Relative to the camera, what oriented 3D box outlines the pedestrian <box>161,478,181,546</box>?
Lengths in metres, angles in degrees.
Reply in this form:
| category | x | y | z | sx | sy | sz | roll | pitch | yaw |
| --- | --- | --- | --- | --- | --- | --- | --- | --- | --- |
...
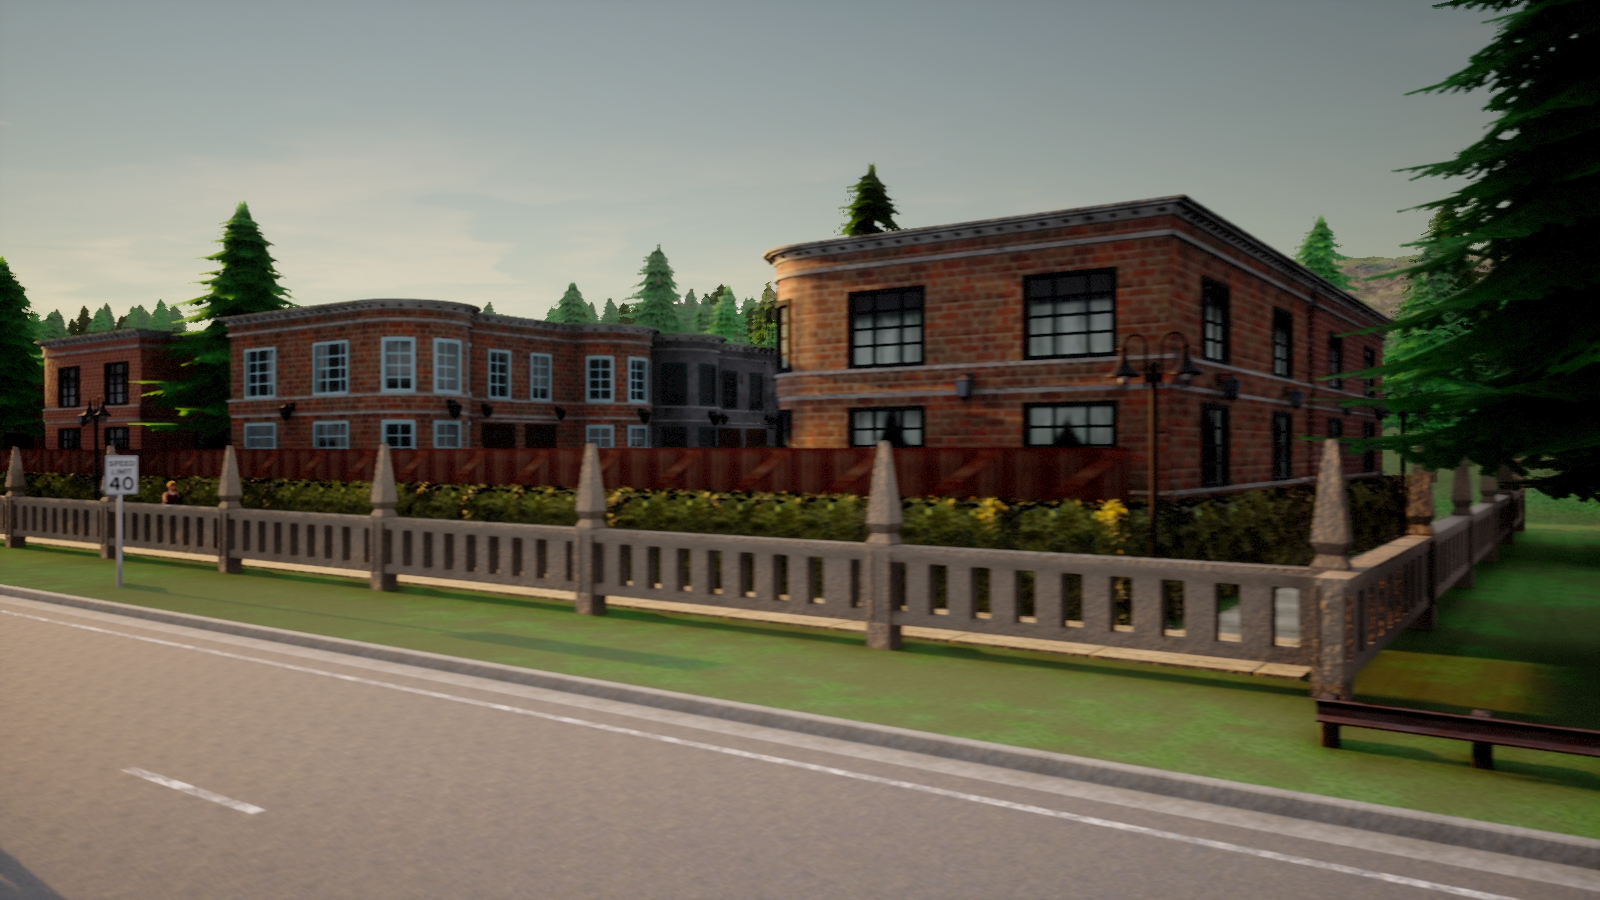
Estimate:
| category | x | y | z | sx | sy | sz | roll | pitch | yaw |
| --- | --- | --- | --- | --- | --- | --- | --- | --- | --- |
| pedestrian | -17.496 | 1.723 | 31.781 | 0.375 | 1.860 | 0.375 | 0 | 0 | 35 |
